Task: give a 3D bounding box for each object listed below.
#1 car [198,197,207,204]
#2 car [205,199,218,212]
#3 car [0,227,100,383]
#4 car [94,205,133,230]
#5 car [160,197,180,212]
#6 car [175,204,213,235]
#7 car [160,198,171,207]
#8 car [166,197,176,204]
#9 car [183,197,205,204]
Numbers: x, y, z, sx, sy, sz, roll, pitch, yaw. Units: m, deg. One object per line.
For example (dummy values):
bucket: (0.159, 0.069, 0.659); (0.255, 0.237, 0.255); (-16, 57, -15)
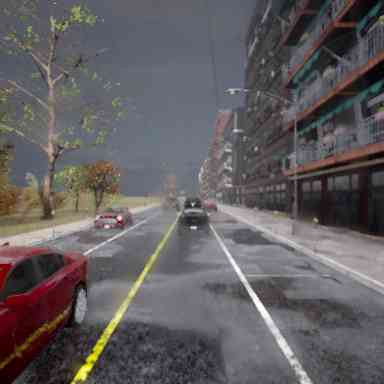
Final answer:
car: (2.580, 2.144, 84.061); (2.192, 1.841, 5.009); (1, -1, 0)
car: (2.576, 2.028, 45.246); (1.802, 1.307, 4.206); (1, -1, 0)
car: (-2.851, 1.521, 4.299); (1.882, 1.535, 5.008); (0, -1, 0)
car: (-5.304, 1.665, 22.797); (1.967, 1.590, 4.097); (1, -1, 0)
car: (-2.830, 1.685, 46.767); (2.150, 2.045, 5.566); (0, -1, 0)
car: (0.101, 1.706, 20.390); (1.837, 1.490, 4.892); (0, -1, 0)
car: (-5.302, 2.101, 67.085); (1.967, 1.590, 4.097); (1, -1, 0)
car: (-5.300, 2.140, 83.695); (2.192, 1.841, 5.009); (1, -1, 0)
car: (0.104, 1.617, 40.294); (2.150, 2.045, 5.566); (0, -1, 0)
